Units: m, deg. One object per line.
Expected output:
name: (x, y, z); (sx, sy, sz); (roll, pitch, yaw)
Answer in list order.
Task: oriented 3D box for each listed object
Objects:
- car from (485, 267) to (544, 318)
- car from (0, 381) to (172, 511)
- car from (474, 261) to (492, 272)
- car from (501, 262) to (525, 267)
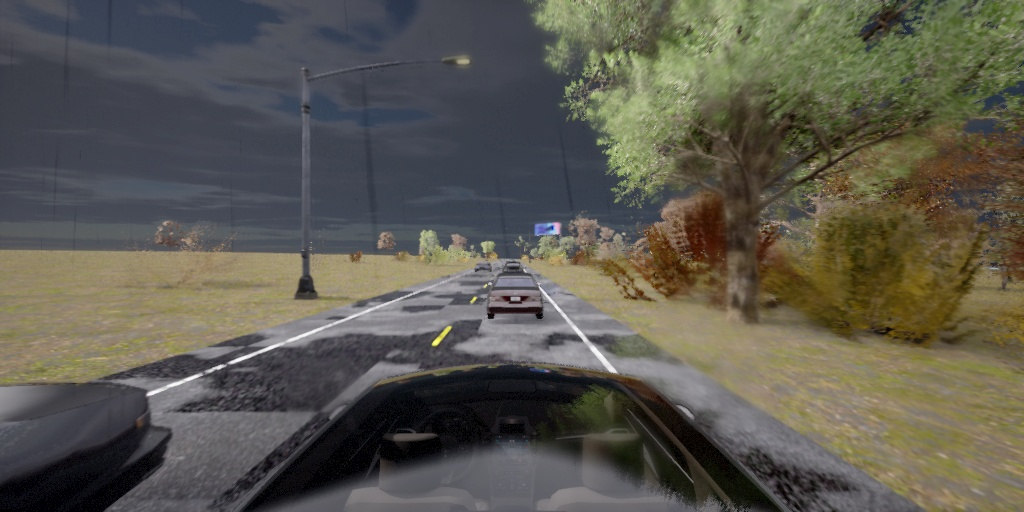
car: (0.100, 1.300, 13.018); (2.033, 1.411, 5.357); (0, 0, 0)
car: (-3.602, 1.297, 0.369); (2.033, 1.411, 5.357); (0, 0, 0)
car: (-3.574, 1.328, 45.213); (1.994, 1.385, 4.181); (0, 0, 0)
car: (0.102, 1.263, 32.229); (1.837, 1.490, 4.892); (0, 0, 0)
